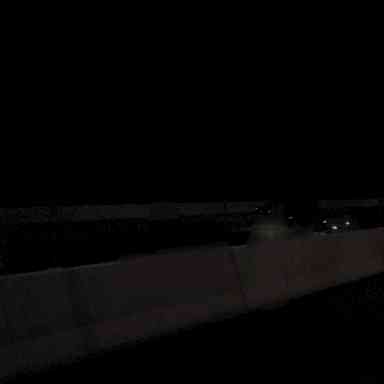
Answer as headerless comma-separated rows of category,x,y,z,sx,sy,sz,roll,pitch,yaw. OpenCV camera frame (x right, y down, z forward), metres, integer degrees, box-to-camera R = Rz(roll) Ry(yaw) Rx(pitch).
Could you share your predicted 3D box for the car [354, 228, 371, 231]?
car,9.920,1.554,19.641,5.357,1.411,2.033,0,0,-35
